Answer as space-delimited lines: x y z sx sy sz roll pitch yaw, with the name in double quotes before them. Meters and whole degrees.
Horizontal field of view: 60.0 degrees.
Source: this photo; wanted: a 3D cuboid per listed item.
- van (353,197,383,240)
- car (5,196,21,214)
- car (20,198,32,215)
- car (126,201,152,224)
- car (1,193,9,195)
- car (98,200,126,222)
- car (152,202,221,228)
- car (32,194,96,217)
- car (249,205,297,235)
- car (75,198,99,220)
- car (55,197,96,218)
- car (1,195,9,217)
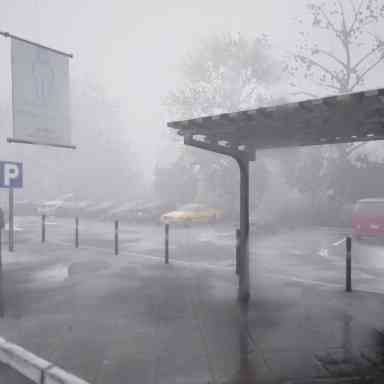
"van" 9.217 1.264 16.281 1.878 1.987 4.442 0 0 36
"car" -15.696 1.455 33.932 2.097 1.535 5.008 0 0 36
"car" -13.437 1.462 32.316 2.231 1.521 4.892 0 0 36
"car" -2.125 1.505 24.278 2.163 1.488 4.792 0 0 36
"car" -24.746 1.154 40.369 2.435 2.045 5.566 0 0 36
"car" -4.396 1.474 25.872 2.231 1.521 4.892 0 0 36
"car" 0.008 1.475 22.489 1.946 1.575 5.366 0 0 36
"car" -11.192 1.212 30.685 2.435 2.045 5.566 0 0 36
"car" 4.617 1.514 19.389 2.163 1.488 4.792 0 0 36
"car" -6.655 1.469 27.485 2.097 1.535 5.008 0 0 36
"car" -8.914 1.466 29.099 2.097 1.535 5.008 0 0 36
"car" -17.846 1.444 35.701 1.946 1.575 5.366 0 0 36
